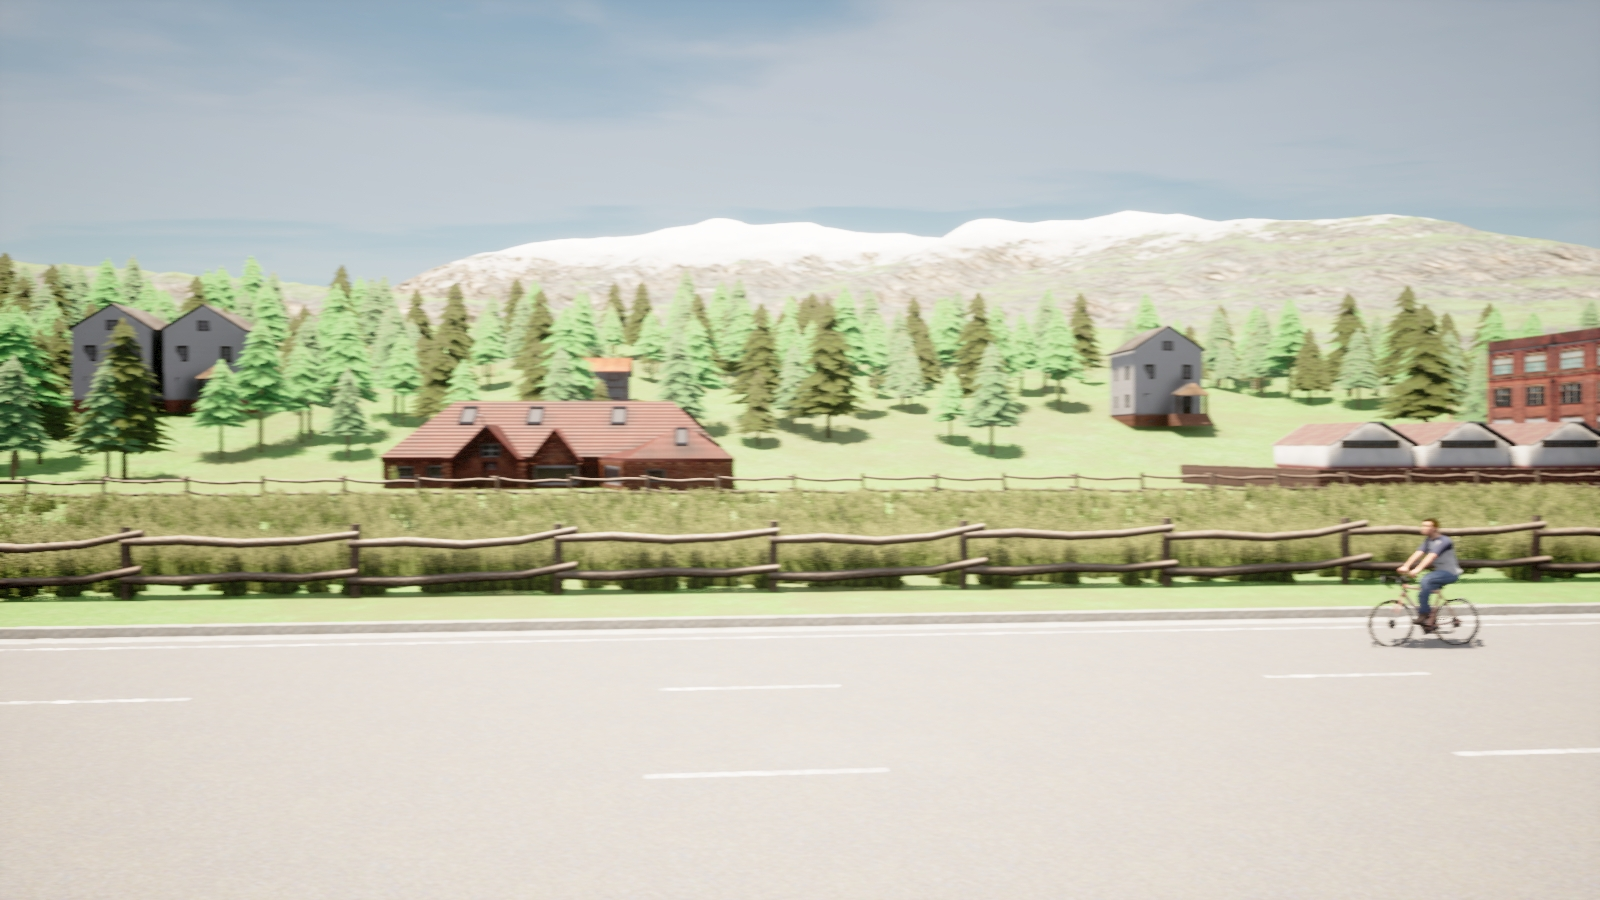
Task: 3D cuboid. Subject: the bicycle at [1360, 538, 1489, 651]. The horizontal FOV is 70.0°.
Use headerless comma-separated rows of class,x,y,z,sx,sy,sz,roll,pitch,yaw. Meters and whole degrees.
bicycle,8.686,1.996,15.900,1.643,1.496,0.373,0,0,-5
